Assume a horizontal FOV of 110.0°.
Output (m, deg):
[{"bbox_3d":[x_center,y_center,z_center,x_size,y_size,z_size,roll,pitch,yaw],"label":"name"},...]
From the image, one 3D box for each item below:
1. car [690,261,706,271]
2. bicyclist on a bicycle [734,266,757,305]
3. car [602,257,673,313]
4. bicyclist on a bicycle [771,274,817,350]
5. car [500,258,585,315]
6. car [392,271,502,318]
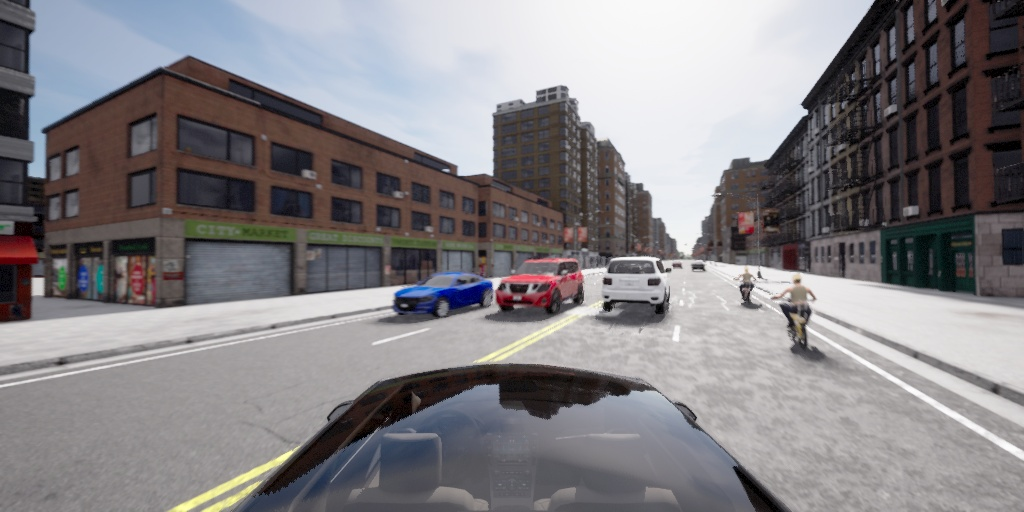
[{"bbox_3d":[28.896,1.578,55.647,1.837,1.490,4.892,-1,0,26],"label":"car"},{"bbox_3d":[10.107,1.252,15.470,0.866,1.612,1.509,-1,-1,26],"label":"bicyclist on a bicycle"},{"bbox_3d":[5.236,1.074,14.804,2.150,2.045,5.566,-1,-1,26],"label":"car"},{"bbox_3d":[6.401,1.202,8.075,0.866,1.612,1.509,-1,-1,26],"label":"bicyclist on a bicycle"},{"bbox_3d":[1.389,1.109,14.795,2.150,2.045,5.566,-1,-1,26],"label":"car"},{"bbox_3d":[-2.509,1.394,14.219,1.882,1.535,5.008,-1,-1,26],"label":"car"}]
